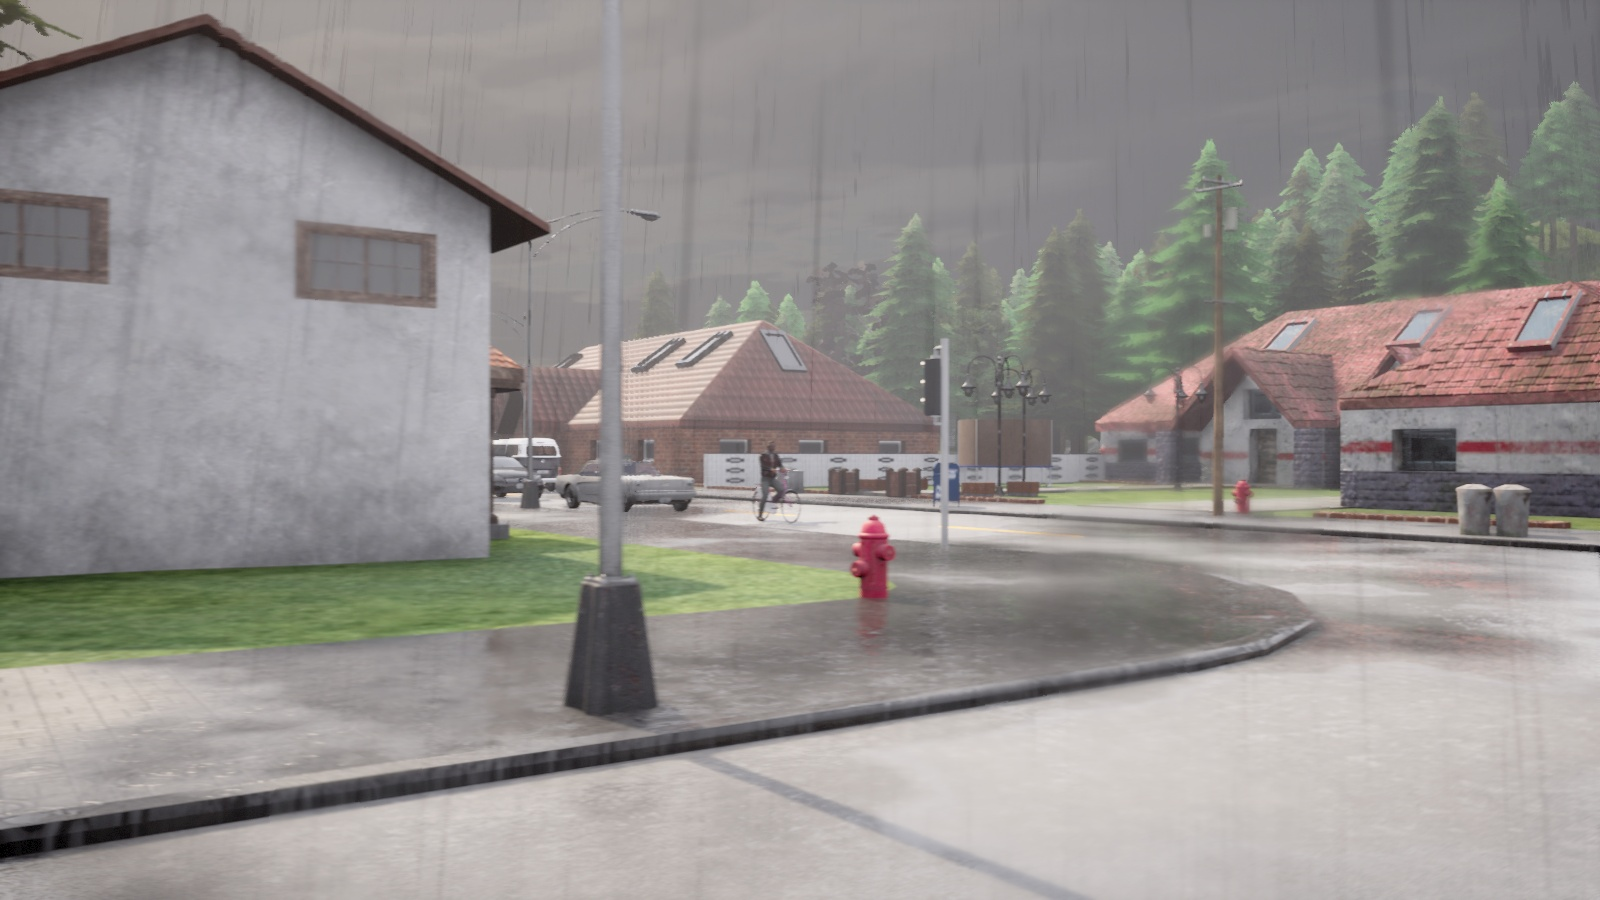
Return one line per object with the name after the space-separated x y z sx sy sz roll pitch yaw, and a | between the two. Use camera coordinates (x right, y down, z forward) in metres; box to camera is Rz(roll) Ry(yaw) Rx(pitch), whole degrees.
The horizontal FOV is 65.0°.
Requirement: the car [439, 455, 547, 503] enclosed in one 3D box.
-9.862 0.885 40.082 1.812 1.442 4.674 0 0 -35 | car

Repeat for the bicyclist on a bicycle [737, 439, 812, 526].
-0.562 0.678 26.725 0.659 1.776 1.843 0 0 -35 | bicyclist on a bicycle

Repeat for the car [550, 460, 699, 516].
-4.635 0.930 32.585 1.895 1.301 4.718 0 0 -35 | car

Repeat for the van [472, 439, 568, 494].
-10.850 0.604 48.497 2.069 2.038 4.480 0 0 -35 | van
